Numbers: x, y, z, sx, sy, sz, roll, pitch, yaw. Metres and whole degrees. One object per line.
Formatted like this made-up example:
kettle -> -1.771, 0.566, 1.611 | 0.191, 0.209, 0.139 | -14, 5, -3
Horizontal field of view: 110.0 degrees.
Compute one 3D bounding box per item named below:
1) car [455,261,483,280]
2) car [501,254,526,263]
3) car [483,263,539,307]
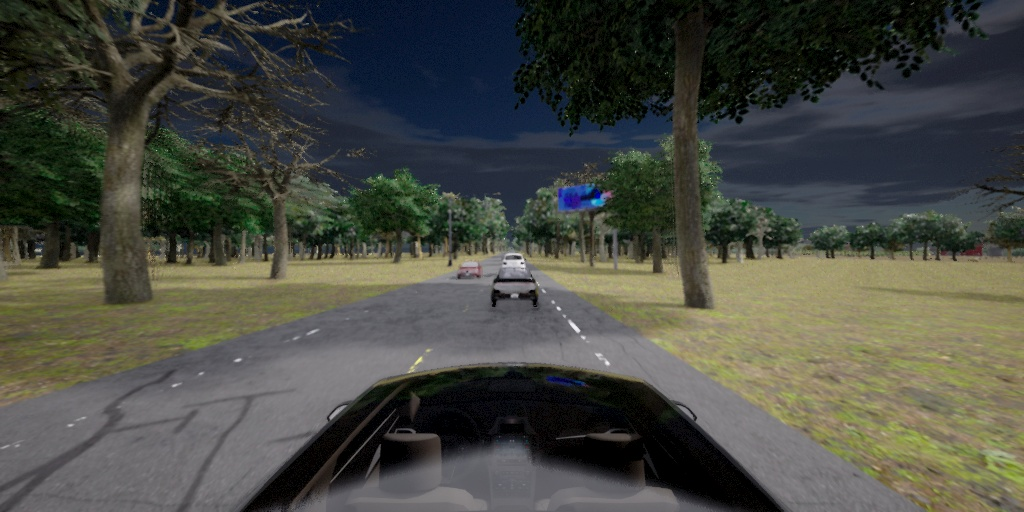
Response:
car -> -3.456, 1.152, 30.132 | 1.812, 1.442, 4.674 | 0, 1, 0
car -> 0.146, 0.782, 35.303 | 2.150, 2.045, 5.566 | 0, 1, 0
car -> 0.110, 1.228, 15.450 | 2.128, 1.511, 4.902 | 0, 0, 0
